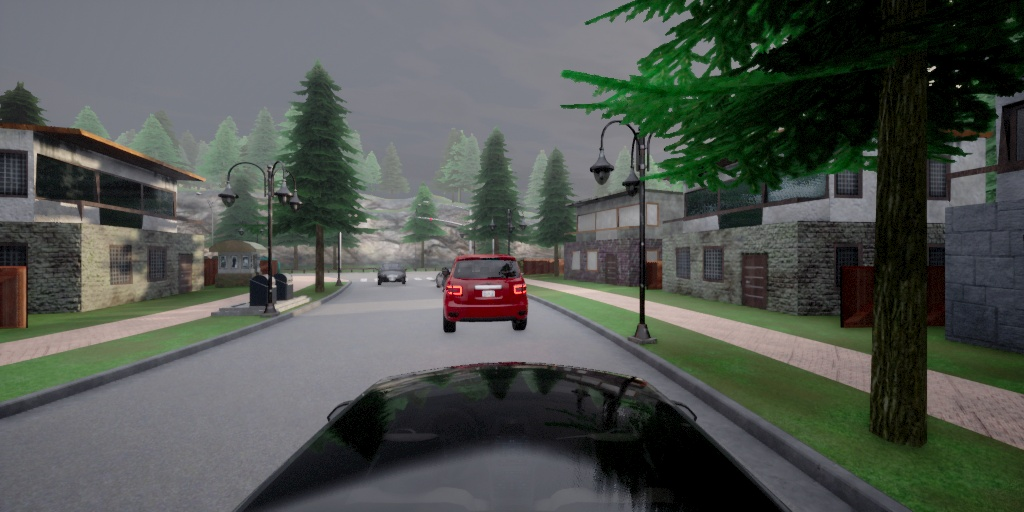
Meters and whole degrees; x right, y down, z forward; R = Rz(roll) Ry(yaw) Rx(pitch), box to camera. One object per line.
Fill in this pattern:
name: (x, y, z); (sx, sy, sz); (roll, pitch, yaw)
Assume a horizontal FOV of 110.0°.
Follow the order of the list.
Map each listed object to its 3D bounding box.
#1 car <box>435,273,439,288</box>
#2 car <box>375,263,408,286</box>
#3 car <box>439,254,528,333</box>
car: (-3.368, 1.297, 21.206); (2.033, 1.411, 5.357); (0, 0, -18)
car: (-8.588, 1.243, 25.558); (2.128, 1.511, 4.902); (0, 0, -20)
car: (-0.952, 0.971, 11.023); (2.150, 2.045, 5.566); (0, 0, -9)
